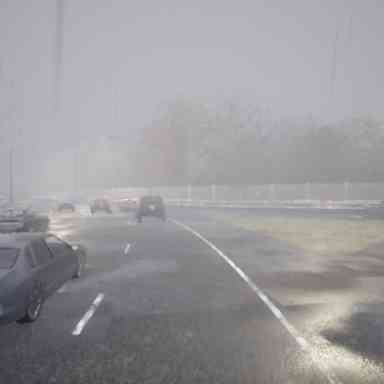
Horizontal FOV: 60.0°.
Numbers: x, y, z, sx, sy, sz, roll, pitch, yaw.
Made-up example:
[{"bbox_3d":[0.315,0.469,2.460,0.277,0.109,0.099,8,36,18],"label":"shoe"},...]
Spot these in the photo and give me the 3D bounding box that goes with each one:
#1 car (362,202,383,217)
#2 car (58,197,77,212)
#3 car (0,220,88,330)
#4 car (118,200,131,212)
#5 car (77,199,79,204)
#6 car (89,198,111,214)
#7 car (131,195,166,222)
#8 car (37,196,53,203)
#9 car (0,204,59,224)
[{"bbox_3d":[17.492,1.519,29.544,4.181,1.385,1.994,0,0,14],"label":"car"},{"bbox_3d":[-16.131,1.709,42.569,1.812,1.442,4.674,0,0,-24],"label":"car"},{"bbox_3d":[-3.736,1.585,7.105,2.033,1.411,5.357,0,0,-4],"label":"car"},{"bbox_3d":[-7.670,1.692,40.372,1.994,1.385,4.181,0,0,-21],"label":"car"},{"bbox_3d":[-26.151,1.857,72.042,1.994,1.385,4.181,0,0,-40],"label":"car"},{"bbox_3d":[-10.633,1.494,38.353,2.097,1.767,4.553,0,0,-20],"label":"car"},{"bbox_3d":[-3.534,1.298,27.393,2.150,2.045,5.566,0,0,-13],"label":"car"},{"bbox_3d":[-36.435,1.941,83.344,1.994,1.385,4.181,0,0,-42],"label":"car"},{"bbox_3d":[-8.462,1.576,16.505,2.128,1.511,4.902,0,0,-9],"label":"car"}]
